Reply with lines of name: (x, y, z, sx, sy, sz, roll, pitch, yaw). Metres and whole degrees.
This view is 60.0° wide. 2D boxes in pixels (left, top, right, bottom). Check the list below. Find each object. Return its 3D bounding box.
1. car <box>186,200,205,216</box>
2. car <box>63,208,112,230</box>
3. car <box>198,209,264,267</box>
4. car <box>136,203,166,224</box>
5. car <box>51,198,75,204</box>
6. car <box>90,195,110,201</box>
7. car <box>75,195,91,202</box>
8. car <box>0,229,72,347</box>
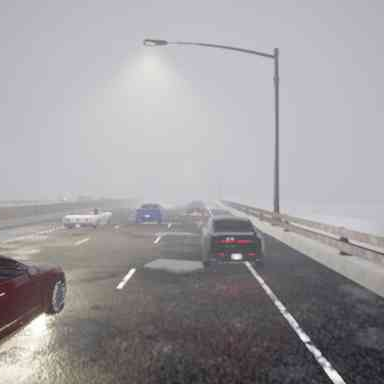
car: (0.410, 1.789, 35.602, 1.895, 1.301, 4.718, 0, 0, 2)
car: (-6.767, 1.716, 22.086, 1.895, 1.301, 4.718, 0, 0, 1)
car: (1.259, 1.565, 11.677, 1.837, 1.490, 4.892, 0, 0, 0)
car: (-3.199, 1.617, 26.556, 1.882, 1.535, 5.008, 0, 0, 1)
car: (-23.534, 1.844, 59.658, 2.128, 1.511, 4.902, 0, 0, 2)
car: (-16.482, 1.711, 61.226, 2.097, 1.767, 4.553, 0, 0, 3)
car: (-19.950, 1.584, 61.606, 2.150, 2.045, 5.566, 0, 0, 3)
car: (-3.393, 1.549, 4.679, 1.812, 1.442, 4.674, 0, 0, 0)
